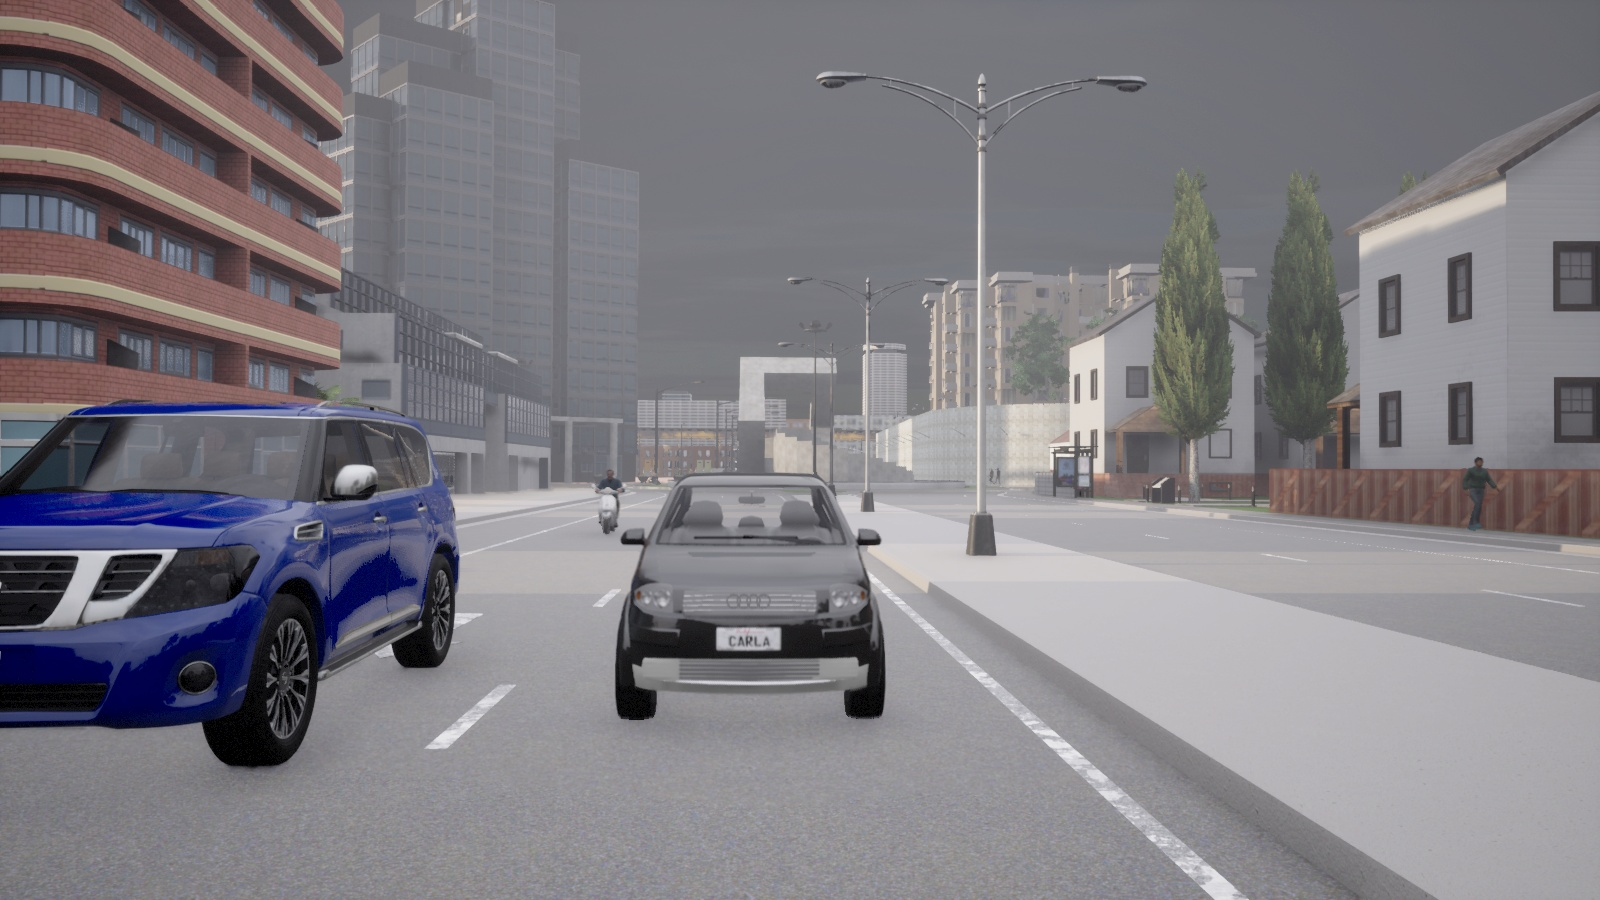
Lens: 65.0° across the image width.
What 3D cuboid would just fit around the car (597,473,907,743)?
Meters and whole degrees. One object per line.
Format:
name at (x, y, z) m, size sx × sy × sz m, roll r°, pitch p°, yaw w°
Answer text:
car at (-0.346, 0.947, 9.136) m, size 1.789 × 1.549 × 3.705 m, roll 0°, pitch -1°, yaw -2°

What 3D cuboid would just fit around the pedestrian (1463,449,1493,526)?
pedestrian at (16.500, 0.916, 30.563) m, size 0.353 × 1.847 × 0.614 m, roll 0°, pitch -1°, yaw -2°

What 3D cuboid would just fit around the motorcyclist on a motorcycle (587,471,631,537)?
motorcyclist on a motorcycle at (-4.675, 1.304, 30.887) m, size 0.866 × 1.590 × 1.817 m, roll 0°, pitch -1°, yaw -2°

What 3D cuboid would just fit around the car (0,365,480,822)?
car at (-3.823, 0.690, 8.402) m, size 2.150 × 2.045 × 5.566 m, roll 0°, pitch -1°, yaw -2°
